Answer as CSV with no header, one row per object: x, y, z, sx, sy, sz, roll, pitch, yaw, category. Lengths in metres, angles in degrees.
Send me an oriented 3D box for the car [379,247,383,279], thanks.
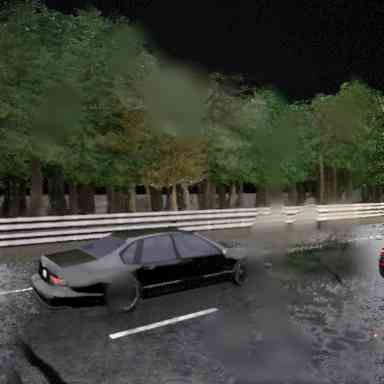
6.374,1.498,8.095,4.674,1.442,1.812,0,0,-34,car

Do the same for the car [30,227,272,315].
-0.635,1.530,7.541,5.357,1.411,2.033,0,0,-35,car
